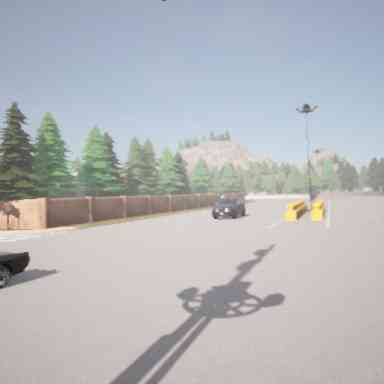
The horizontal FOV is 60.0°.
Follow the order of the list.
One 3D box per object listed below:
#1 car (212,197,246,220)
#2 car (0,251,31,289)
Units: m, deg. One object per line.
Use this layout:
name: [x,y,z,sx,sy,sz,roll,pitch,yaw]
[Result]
car: [3.659,1.522,32.109,2.150,2.045,5.566,-3,0,23]
car: [-6.417,1.970,7.892,1.895,1.301,4.718,-3,-1,23]
